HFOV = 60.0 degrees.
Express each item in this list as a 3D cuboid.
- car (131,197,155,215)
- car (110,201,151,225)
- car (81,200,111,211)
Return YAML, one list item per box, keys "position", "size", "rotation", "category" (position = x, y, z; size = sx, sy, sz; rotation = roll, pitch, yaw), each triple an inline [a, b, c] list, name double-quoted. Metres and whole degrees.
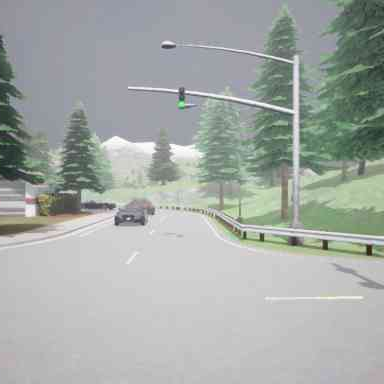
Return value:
- position: [-5.169, 1.349, 33.455]
  size: [2.097, 1.767, 4.553]
  rotation: [0, 0, -20]
  category: "car"
- position: [-4.238, 1.561, 23.674]
  size: [1.994, 1.385, 4.181]
  rotation: [0, 0, -3]
  category: "car"
- position: [-11.819, 1.603, 41.128]
  size: [4.718, 1.301, 1.895]
  rotation: [0, 0, 14]
  category: "car"
